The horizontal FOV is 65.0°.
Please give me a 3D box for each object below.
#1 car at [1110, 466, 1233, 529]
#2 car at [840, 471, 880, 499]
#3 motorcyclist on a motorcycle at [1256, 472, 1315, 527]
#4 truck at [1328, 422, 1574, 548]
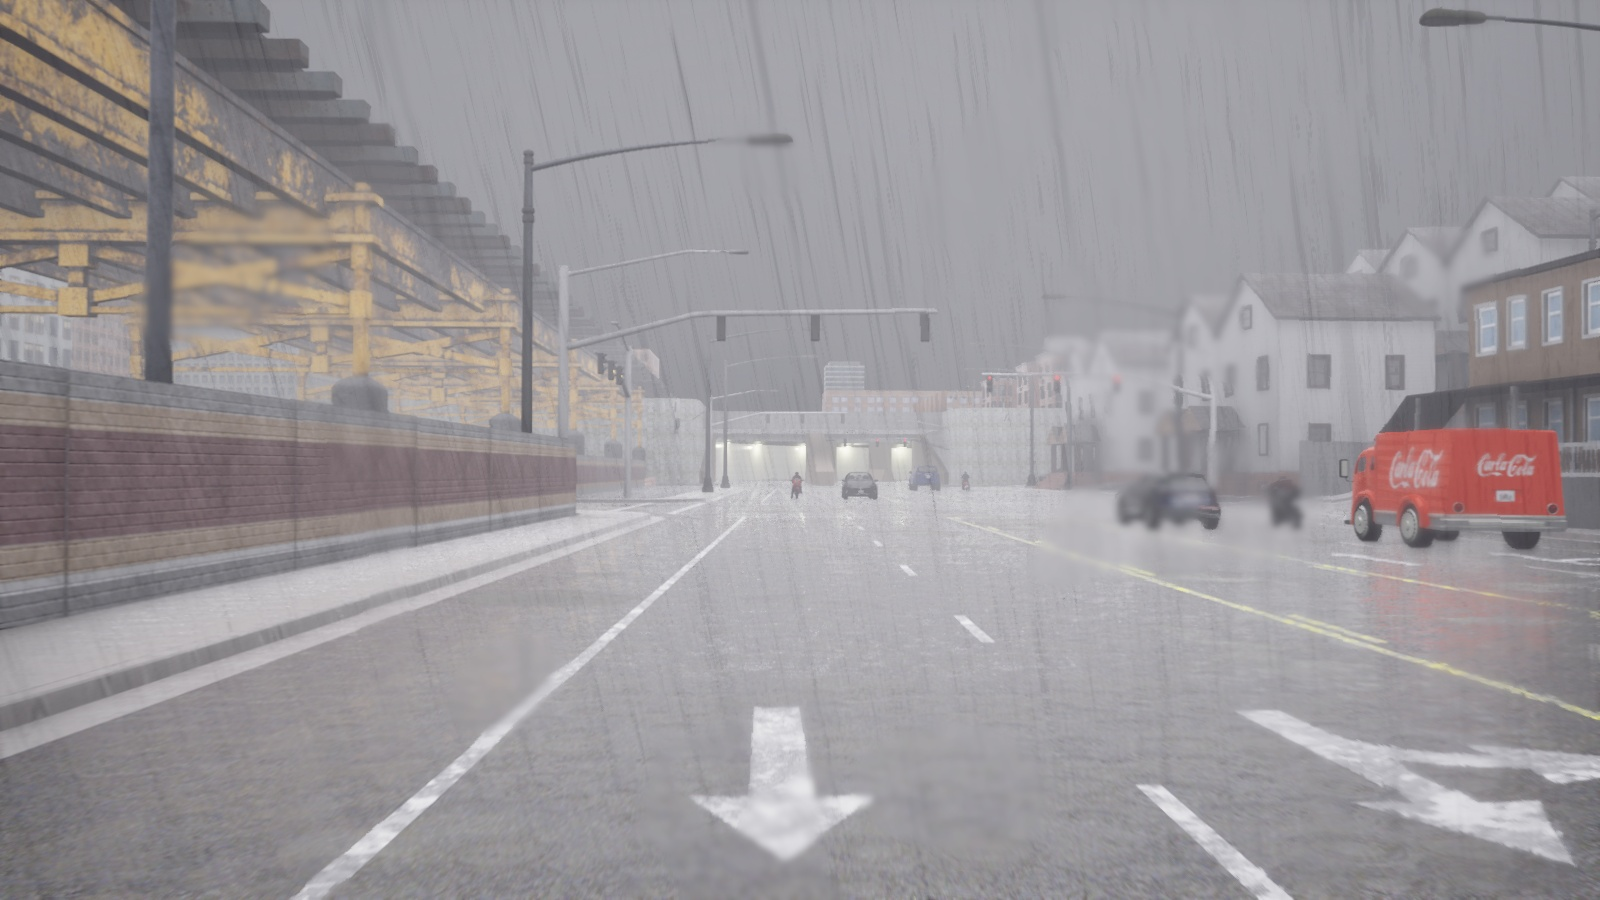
[{"bbox_3d":[10.420,1.300,35.665,2.033,1.649,4.856,0,-1,0],"label":"car"},{"bbox_3d":[3.339,1.936,70.978,2.007,1.525,4.514,0,-1,0],"label":"car"},{"bbox_3d":[13.883,1.396,35.952,0.866,1.530,2.191,0,-1,1],"label":"motorcyclist on a motorcycle"},{"bbox_3d":[13.937,0.731,27.393,2.627,2.467,5.204,0,-1,0],"label":"truck"}]
